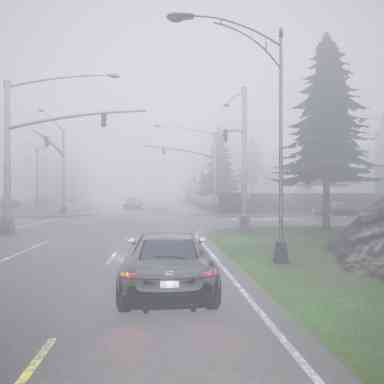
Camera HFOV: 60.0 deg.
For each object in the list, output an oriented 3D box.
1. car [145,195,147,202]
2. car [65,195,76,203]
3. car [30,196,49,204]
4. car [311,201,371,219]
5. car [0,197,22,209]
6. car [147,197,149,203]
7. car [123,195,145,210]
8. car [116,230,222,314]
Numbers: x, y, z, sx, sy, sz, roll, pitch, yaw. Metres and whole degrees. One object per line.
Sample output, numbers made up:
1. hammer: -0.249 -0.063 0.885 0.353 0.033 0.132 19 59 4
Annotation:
1. car: -8.601 1.564 52.974 1.994 1.385 4.181 0 0 -5
2. car: -23.631 1.374 64.362 1.845 1.501 3.633 0 0 -5
3. car: -25.960 1.384 56.712 1.970 1.475 3.806 0 0 -5
4. car: 12.682 1.491 28.391 4.902 1.511 2.128 0 0 -7
5. car: -21.376 1.339 38.426 2.007 1.523 4.514 0 0 -5
6. car: -10.020 1.350 68.581 2.097 1.767 4.553 0 0 -5
7. car: -7.660 1.352 43.125 2.097 1.767 4.553 0 0 -5
8. car: -0.567 1.564 7.743 1.994 1.385 4.181 0 0 -5
